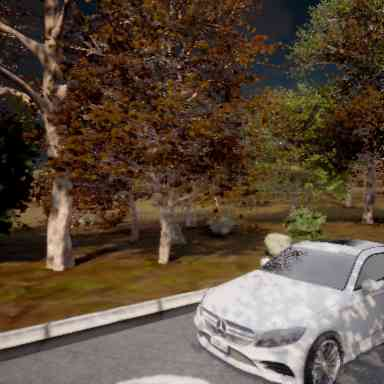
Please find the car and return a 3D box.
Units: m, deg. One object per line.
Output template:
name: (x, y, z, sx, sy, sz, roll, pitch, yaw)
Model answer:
car: (2.221, 1.519, 5.281, 4.674, 1.442, 1.812, 0, 0, -35)
